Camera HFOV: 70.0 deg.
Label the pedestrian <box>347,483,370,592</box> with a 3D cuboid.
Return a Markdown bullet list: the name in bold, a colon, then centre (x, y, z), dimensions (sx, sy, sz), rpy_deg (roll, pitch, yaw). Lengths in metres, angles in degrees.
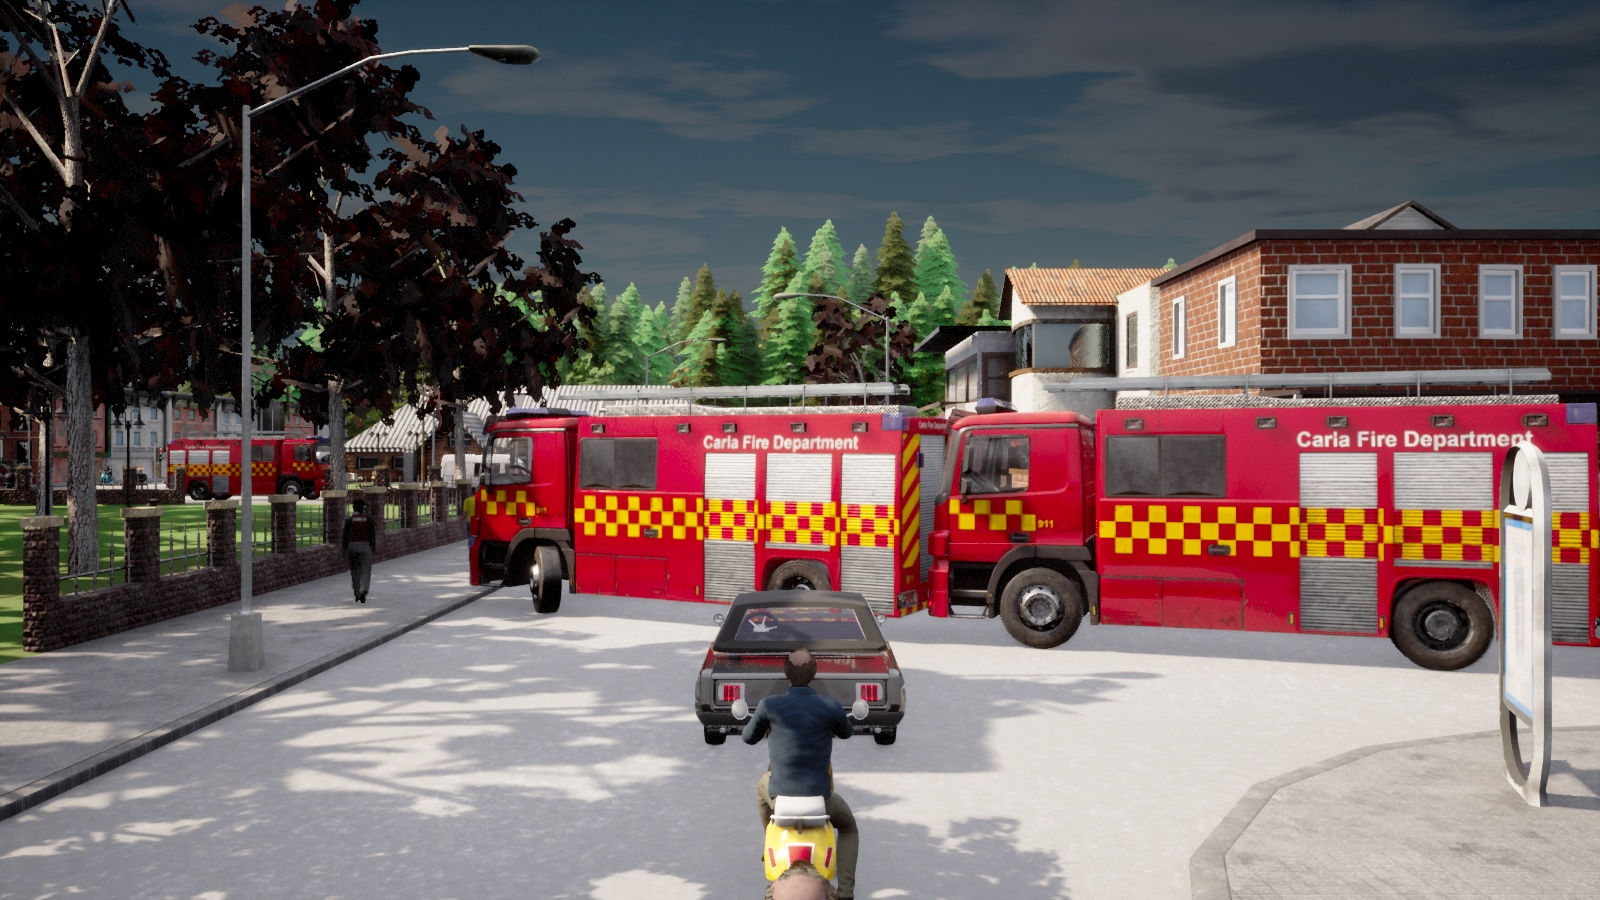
- **pedestrian**: centre (-7.719, 1.517, 19.984), dimensions (0.375, 1.860, 0.375), rpy_deg (0, 0, -22)

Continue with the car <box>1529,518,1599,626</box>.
- **car**: centre (14.121, 1.835, 17.290), dimensions (4.792, 1.488, 2.163), rpy_deg (0, 0, 0)

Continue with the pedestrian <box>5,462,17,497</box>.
- **pedestrian**: centre (-42.537, 1.604, 61.590), dimensions (0.375, 1.860, 0.375), rpy_deg (0, 0, 12)

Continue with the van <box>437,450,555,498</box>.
- **van**: centre (-16.613, 1.289, 62.612), dimensions (5.915, 2.561, 1.988), rpy_deg (0, 0, 0)

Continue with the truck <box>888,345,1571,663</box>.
- **truck**: centre (5.750, 0.661, 16.514), dimensions (8.468, 3.827, 2.891), rpy_deg (0, 0, 19)

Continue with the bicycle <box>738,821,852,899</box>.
- **bicycle**: centre (-0.015, 1.938, 3.086), dimensions (0.329, 1.271, 1.835), rpy_deg (0, 0, 0)

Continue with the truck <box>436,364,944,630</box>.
- **truck**: centre (-2.039, 0.664, 19.659), dimensions (8.468, 3.827, 2.891), rpy_deg (0, 0, 27)

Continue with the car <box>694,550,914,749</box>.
- **car**: centre (0.033, 1.930, 12.217), dimensions (1.895, 1.301, 4.718), rpy_deg (0, 0, 0)

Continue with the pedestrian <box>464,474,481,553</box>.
- **pedestrian**: centre (-7.861, 1.514, 27.460), dimensions (0.375, 1.860, 0.375), rpy_deg (0, 0, -14)

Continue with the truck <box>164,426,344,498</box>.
- **truck**: centre (-29.853, 0.645, 62.699), dimensions (8.468, 3.827, 2.891), rpy_deg (0, 0, 1)
